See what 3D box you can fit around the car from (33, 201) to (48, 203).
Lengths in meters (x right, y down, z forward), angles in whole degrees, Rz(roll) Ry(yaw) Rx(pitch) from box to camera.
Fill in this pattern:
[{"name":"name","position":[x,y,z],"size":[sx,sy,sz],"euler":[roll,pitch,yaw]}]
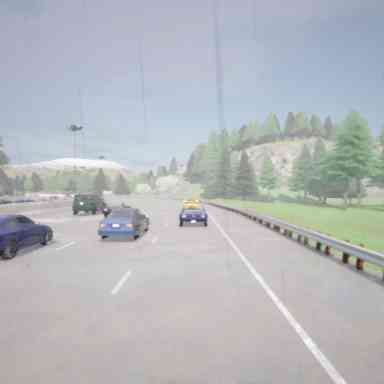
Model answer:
[{"name":"car","position":[-21.900,1.602,49.480],"size":[1.895,1.301,4.718],"euler":[0,0,-4]}]

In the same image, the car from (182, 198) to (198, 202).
[{"name":"car","position":[-0.193,1.479,41.475],"size":[1.882,1.535,5.008],"euler":[0,0,-3]}]

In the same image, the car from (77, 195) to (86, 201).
[{"name":"car","position":[-29.488,1.480,88.773],"size":[1.882,1.535,5.008],"euler":[0,0,-16]}]

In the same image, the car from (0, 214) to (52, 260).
[{"name":"car","position":[-6.902,1.526,12.350],"size":[1.812,1.442,4.674],"euler":[0,0,0]}]

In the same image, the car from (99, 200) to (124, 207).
[{"name":"car","position":[-6.924,1.602,31.137],"size":[1.895,1.301,4.718],"euler":[0,0,0]}]

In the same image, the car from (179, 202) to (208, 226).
[{"name":"car","position":[0.093,1.602,23.579],"size":[1.895,1.301,4.718],"euler":[0,0,0]}]

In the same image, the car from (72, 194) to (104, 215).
[{"name":"car","position":[-10.454,1.223,34.087],"size":[2.150,2.045,5.566],"euler":[0,0,-1]}]

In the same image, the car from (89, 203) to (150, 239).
[{"name":"car","position":[-3.404,1.548,17.349],"size":[2.033,1.411,5.357],"euler":[0,0,0]}]
